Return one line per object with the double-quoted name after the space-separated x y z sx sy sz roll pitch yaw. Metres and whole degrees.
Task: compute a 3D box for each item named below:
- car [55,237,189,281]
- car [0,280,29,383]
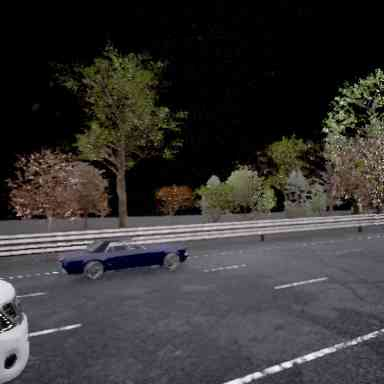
-2.538 2.374 12.575 4.718 1.301 1.895 0 -4 -29 "car"
-4.750 1.553 3.349 5.566 2.045 2.150 0 -4 -29 "car"
